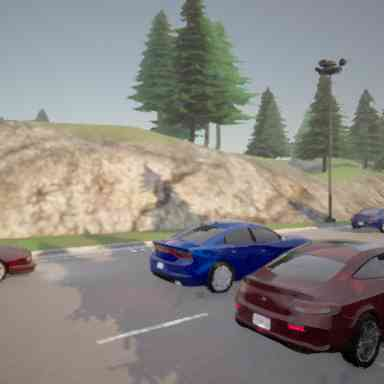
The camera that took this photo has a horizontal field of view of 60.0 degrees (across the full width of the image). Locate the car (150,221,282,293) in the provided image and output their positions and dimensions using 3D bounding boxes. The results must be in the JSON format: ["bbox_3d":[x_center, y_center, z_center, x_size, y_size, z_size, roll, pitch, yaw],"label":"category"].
[{"bbox_3d":[1.297,1.526,8.994,5.008,1.535,1.882,0,0,-35],"label":"car"}]

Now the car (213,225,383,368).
[{"bbox_3d":[2.802,1.564,5.770,4.674,1.442,1.812,0,0,-35],"label":"car"}]

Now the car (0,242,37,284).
[{"bbox_3d":[-6.598,1.559,7.623,5.357,1.411,2.033,0,0,-36],"label":"car"}]

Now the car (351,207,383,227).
[{"bbox_3d":[11.741,1.670,20.794,4.674,1.442,1.812,0,0,-36],"label":"car"}]
